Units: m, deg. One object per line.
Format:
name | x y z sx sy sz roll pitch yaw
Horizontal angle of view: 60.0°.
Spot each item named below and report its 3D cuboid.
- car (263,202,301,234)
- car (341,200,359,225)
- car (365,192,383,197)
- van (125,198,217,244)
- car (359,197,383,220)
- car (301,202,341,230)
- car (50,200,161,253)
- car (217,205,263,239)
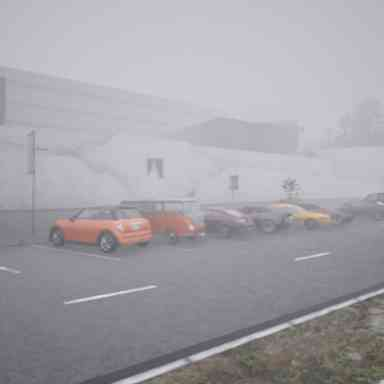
car | 3.375 1.489 19.049 4.792 1.488 2.163 -1 0 35
car | 8.290 1.440 22.485 4.792 1.488 2.163 -1 -1 35
car | 15.525 1.057 27.709 5.566 2.045 2.435 -1 0 35
van | -1.359 1.259 15.516 4.442 1.987 1.878 -1 -1 35
car | 13.128 1.385 25.960 4.674 1.452 2.002 -1 0 35
car | 5.990 1.430 20.668 5.366 1.575 1.946 -1 -1 35
car | -3.869 1.365 13.822 4.553 1.767 2.185 -1 0 34
car | 0.972 1.513 17.299 4.674 1.452 2.002 -1 0 35
